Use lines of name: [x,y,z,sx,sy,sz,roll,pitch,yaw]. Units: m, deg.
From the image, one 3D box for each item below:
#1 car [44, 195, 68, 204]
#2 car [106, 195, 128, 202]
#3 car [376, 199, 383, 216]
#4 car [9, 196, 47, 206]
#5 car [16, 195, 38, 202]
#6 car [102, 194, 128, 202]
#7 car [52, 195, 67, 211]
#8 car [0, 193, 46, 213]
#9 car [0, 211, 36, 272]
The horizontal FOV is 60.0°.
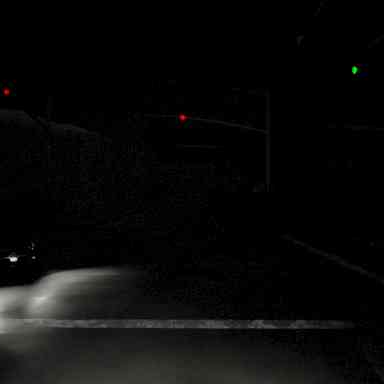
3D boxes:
car: [-24.097,1.319,58.953,3.633,1.501,1.845,0,0,-1]
car: [-16.579,1.339,73.988,4.514,1.523,2.007,0,0,-1]
car: [17.197,1.480,32.953,2.242,1.667,4.611,0,0,-1]
car: [-24.071,1.298,48.960,4.514,1.523,2.007,0,0,-1]
car: [-35.171,1.384,70.870,3.806,1.475,1.970,0,0,-1]
car: [-16.505,1.330,70.852,5.027,1.636,2.152,0,0,-1]
car: [-16.218,1.361,36.595,3.806,1.475,1.970,0,0,-1]
car: [-16.806,1.077,33.267,3.866,1.878,1.905,0,0,-1]
car: [-6.374,1.334,9.109,4.892,1.490,1.837,1,-2,28]
